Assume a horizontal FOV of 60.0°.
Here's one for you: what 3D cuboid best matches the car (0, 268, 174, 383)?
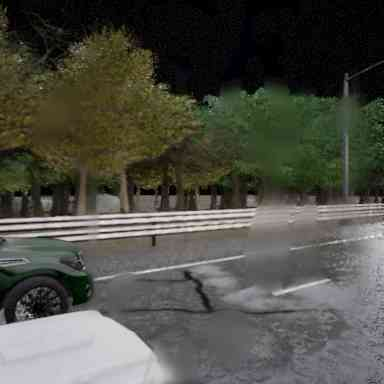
[{"bbox_3d":[-2.391,1.601,2.039,4.718,1.301,1.895,0,0,-36],"label":"car"}]

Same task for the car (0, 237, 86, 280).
[{"bbox_3d":[-4.384,1.221,4.936,5.566,2.045,2.150,0,0,-36],"label":"car"}]
